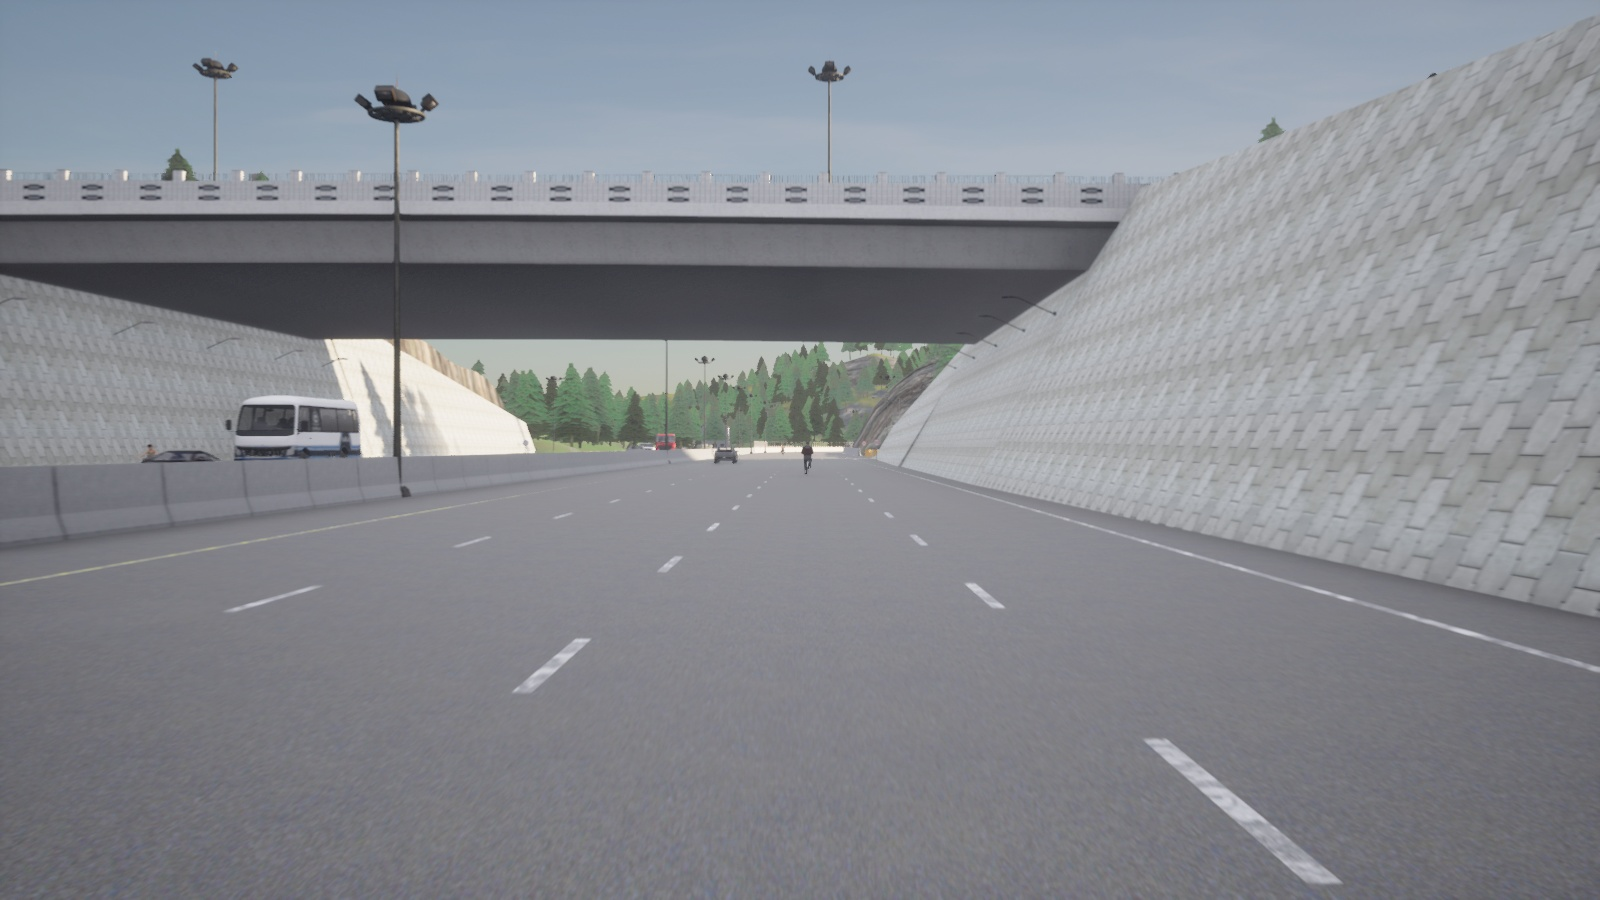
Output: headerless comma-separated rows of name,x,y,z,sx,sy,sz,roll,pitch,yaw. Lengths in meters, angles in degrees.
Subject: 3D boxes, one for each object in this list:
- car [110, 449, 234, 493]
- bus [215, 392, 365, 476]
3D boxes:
car,-20.746,0.666,41.676,1.994,1.385,4.181,0,0,0
bus,-27.591,-0.863,68.692,3.944,4.253,10.273,0,0,0
